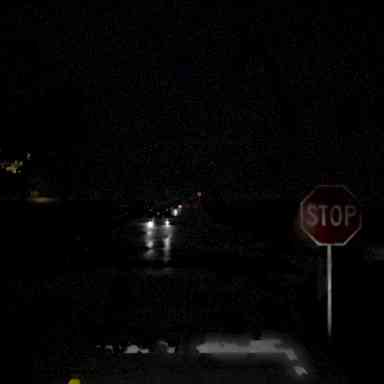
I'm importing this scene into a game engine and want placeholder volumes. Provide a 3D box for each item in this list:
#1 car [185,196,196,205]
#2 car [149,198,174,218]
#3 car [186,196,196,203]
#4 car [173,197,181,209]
[{"bbox_3d":[-0.153,1.623,60.748,1.812,1.442,4.674,0,0,0],"label":"car"},{"bbox_3d":[-2.902,1.537,30.675,1.812,1.442,4.674,0,0,-1],"label":"car"},{"bbox_3d":[-0.180,1.529,71.034,2.128,1.511,4.902,0,0,0],"label":"car"},{"bbox_3d":[-2.959,1.523,45.568,1.882,1.535,5.008,0,0,0],"label":"car"}]
